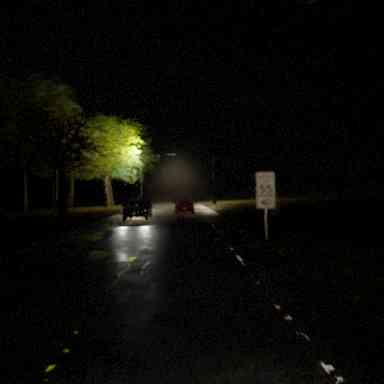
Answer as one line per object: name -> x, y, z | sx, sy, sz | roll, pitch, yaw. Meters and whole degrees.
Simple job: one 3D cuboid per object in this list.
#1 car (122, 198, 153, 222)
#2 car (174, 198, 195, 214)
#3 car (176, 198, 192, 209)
car -> -4.082, 1.257, 25.280 | 1.837, 1.490, 4.892 | -1, 0, -1
car -> -0.757, 1.370, 33.789 | 1.882, 1.535, 5.008 | -1, 0, -1
car -> -1.038, 1.527, 45.260 | 2.033, 1.411, 5.357 | -1, 0, -1
